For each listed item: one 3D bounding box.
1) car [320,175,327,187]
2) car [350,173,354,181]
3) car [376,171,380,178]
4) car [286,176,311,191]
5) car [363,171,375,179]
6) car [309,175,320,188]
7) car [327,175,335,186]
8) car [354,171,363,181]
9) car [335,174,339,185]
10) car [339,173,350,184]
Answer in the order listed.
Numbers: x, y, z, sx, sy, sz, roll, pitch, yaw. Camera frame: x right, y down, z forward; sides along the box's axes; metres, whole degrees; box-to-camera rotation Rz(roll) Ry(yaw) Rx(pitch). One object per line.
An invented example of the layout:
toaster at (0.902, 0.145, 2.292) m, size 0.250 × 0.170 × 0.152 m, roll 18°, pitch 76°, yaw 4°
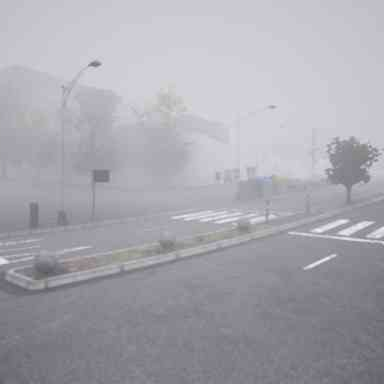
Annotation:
car at (15.516, -1.236, 45.428) m, size 4.674 × 1.452 × 2.002 m, roll -1°, pitch 3°, yaw 19°
car at (24.498, -2.235, 57.100) m, size 4.892 × 1.521 × 2.231 m, roll -1°, pitch 3°, yaw 17°
car at (43.396, -4.109, 83.757) m, size 5.366 × 1.575 × 1.946 m, roll -1°, pitch 2°, yaw 15°
car at (11.742, -0.855, 40.877) m, size 4.792 × 1.488 × 2.163 m, roll -1°, pitch 3°, yaw 20°
car at (39.821, -3.811, 78.916) m, size 5.008 × 1.535 × 2.097 m, roll -1°, pitch 3°, yaw 15°
car at (13.659, -1.080, 43.129) m, size 4.892 × 1.521 × 2.231 m, roll -1°, pitch 3°, yaw 20°
car at (17.358, -1.470, 47.720) m, size 5.008 × 1.535 × 2.097 m, roll -1°, pitch 3°, yaw 19°
car at (29.628, -2.798, 64.317) m, size 5.008 × 1.535 × 2.097 m, roll -1°, pitch 3°, yaw 15°
car at (19.137, -1.787, 50.049) m, size 4.553 × 1.767 × 2.185 m, roll -1°, pitch 3°, yaw 18°
car at (22.745, -2.045, 54.728) m, size 4.892 × 1.521 × 2.231 m, roll -1°, pitch 3°, yaw 17°
